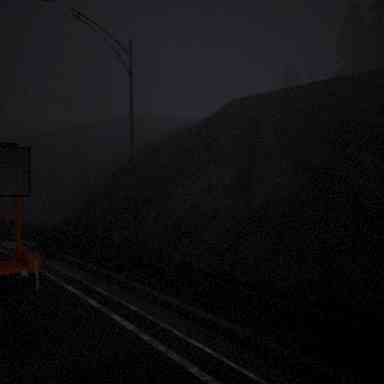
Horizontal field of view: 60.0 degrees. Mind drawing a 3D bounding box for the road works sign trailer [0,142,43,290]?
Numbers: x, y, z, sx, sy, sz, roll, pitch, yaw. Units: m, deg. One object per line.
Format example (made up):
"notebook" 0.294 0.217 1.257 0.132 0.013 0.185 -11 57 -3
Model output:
"road works sign trailer" -5.323 0.537 8.229 2.380 3.560 2.880 -1 0 -42
